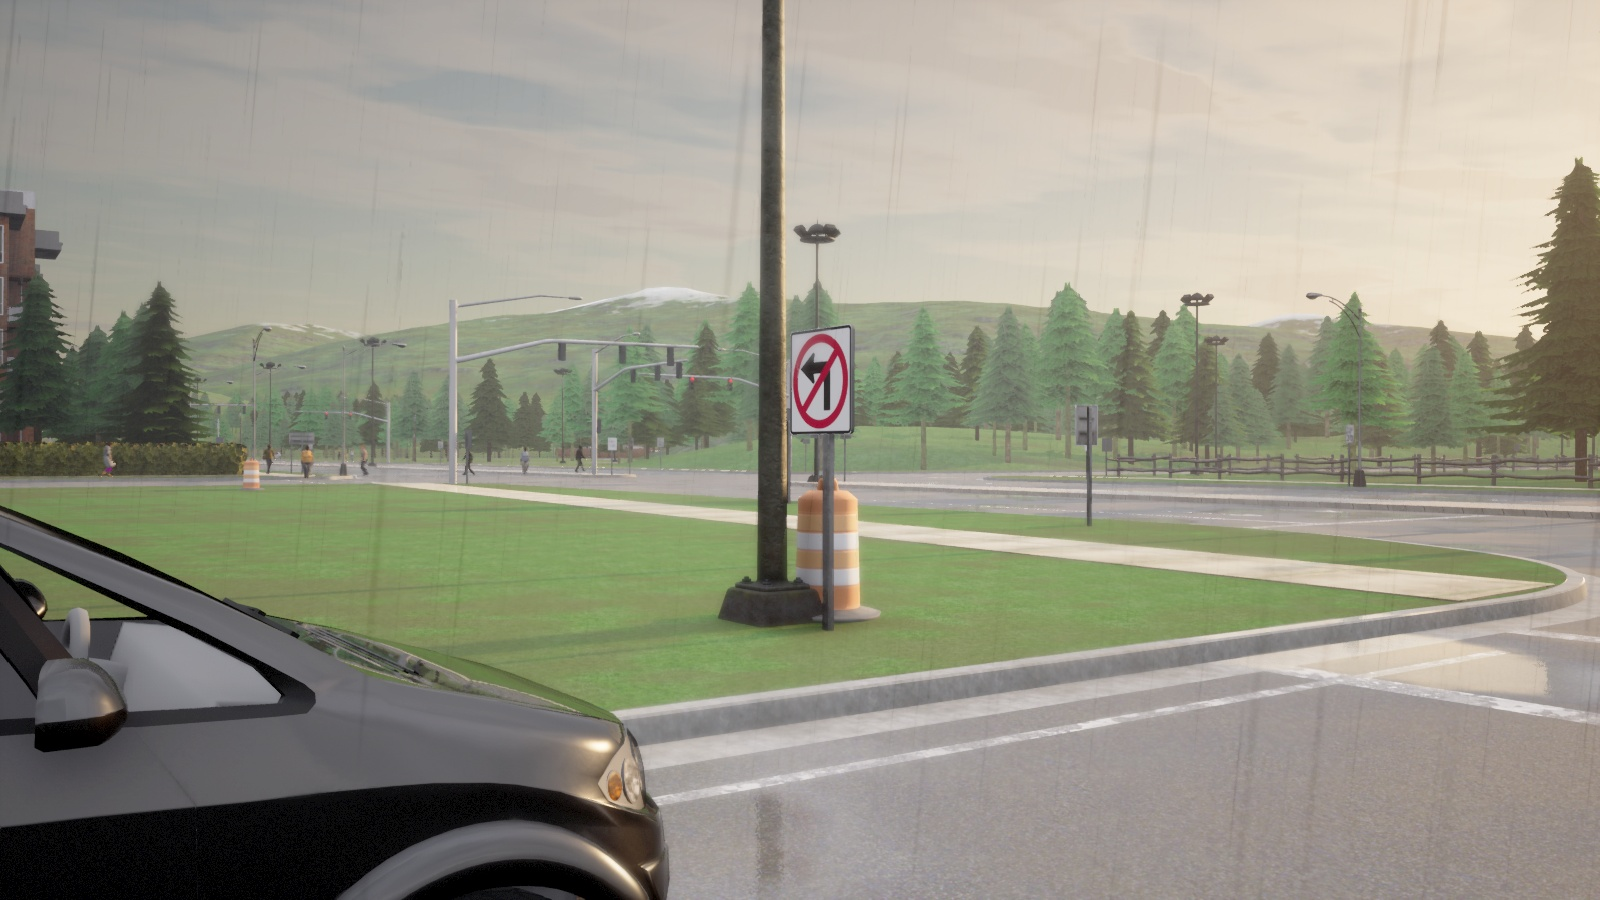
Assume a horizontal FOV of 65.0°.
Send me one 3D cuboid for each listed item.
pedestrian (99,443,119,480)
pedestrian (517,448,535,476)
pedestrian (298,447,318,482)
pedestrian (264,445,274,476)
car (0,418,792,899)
[{"bbox_3d":[-36.583,0.614,66.489,0.873,1.952,0.659,0,0,-33],"label":"pedestrian"},{"bbox_3d":[-18.101,0.782,82.831,0.874,1.855,0.900,0,0,-35],"label":"pedestrian"},{"bbox_3d":[-26.272,0.745,66.991,0.874,1.855,0.900,0,0,-29],"label":"pedestrian"},{"bbox_3d":[-31.244,0.631,73.904,0.370,1.835,0.726,0,0,-34],"label":"pedestrian"},{"bbox_3d":[-2.048,0.733,2.232,3.705,1.549,1.789,0,0,-35],"label":"car"}]
